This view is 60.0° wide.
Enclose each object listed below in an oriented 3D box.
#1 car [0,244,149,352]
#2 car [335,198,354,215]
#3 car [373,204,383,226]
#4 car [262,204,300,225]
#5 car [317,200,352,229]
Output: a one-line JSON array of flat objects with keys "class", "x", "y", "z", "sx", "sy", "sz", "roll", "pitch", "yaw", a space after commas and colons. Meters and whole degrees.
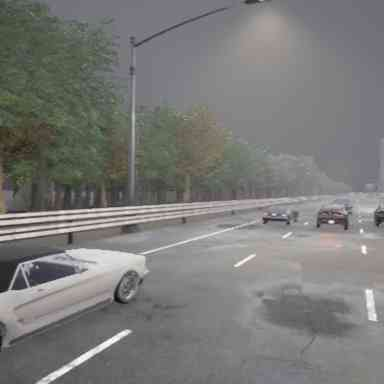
[{"class": "car", "x": -2.711, "y": 1.537, "z": 5.541, "sx": 1.895, "sy": 1.301, "sz": 4.718, "roll": 1, "pitch": 0, "yaw": 26}, {"class": "car", "x": 16.159, "y": 1.470, "z": 35.716, "sx": 2.097, "sy": 1.767, "sz": 4.553, "roll": 1, "pitch": 0, "yaw": 26}, {"class": "car", "x": 14.146, "y": 1.601, "z": 23.778, "sx": 1.882, "sy": 1.535, "sz": 5.008, "roll": 1, "pitch": 0, "yaw": 26}, {"class": "car", "x": 6.539, "y": 1.557, "z": 24.197, "sx": 2.033, "sy": 1.411, "sz": 5.357, "roll": 1, "pitch": 0, "yaw": 26}, {"class": "car", "x": 9.585, "y": 1.566, "z": 22.457, "sx": 1.837, "sy": 1.490, "sz": 4.892, "roll": 1, "pitch": 0, "yaw": 26}]
